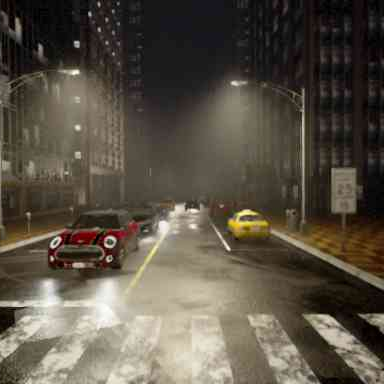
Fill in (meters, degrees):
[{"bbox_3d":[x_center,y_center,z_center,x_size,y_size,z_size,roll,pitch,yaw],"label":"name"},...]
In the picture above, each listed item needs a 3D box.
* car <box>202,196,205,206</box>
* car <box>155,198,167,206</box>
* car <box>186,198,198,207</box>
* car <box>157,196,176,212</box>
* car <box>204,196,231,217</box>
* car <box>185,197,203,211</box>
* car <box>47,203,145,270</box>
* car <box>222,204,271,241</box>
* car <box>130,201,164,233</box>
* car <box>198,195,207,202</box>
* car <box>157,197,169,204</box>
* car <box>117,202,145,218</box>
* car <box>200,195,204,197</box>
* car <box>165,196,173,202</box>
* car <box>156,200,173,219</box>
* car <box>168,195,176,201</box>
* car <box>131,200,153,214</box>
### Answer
[{"bbox_3d":[2.628,1.665,49.688,1.947,1.339,4.313,-1,0,0],"label":"car"},{"bbox_3d":[-5.730,1.738,61.089,1.802,1.307,4.206,-1,0,0],"label":"car"},{"bbox_3d":[-0.048,1.718,53.449,1.895,1.301,4.718,0,0,0],"label":"car"},{"bbox_3d":[-3.064,1.602,41.242,1.882,1.535,5.008,0,0,0],"label":"car"},{"bbox_3d":[2.678,1.398,32.179,2.192,1.841,5.009,-1,0,0],"label":"car"},{"bbox_3d":[0.056,1.672,43.466,1.994,1.385,4.181,0,0,0],"label":"car"},{"bbox_3d":[-3.127,1.442,11.459,2.097,1.767,4.553,0,0,0],"label":"car"},{"bbox_3d":[2.788,1.590,17.097,1.752,1.417,4.829,-2,0,0],"label":"car"},{"bbox_3d":[-3.114,1.581,20.756,1.882,1.535,5.008,0,0,0],"label":"car"},{"bbox_3d":[2.591,1.555,83.734,1.967,1.590,4.097,-1,0,0],"label":"car"},{"bbox_3d":[-5.736,1.726,66.763,1.947,1.339,4.313,-1,0,0],"label":"car"},{"bbox_3d":[-5.873,1.699,32.720,1.947,1.339,4.313,-1,0,0],"label":"car"},{"bbox_3d":[2.622,1.655,55.362,2.008,1.369,4.403,-1,0,0],"label":"car"},{"bbox_3d":[-5.771,1.689,83.615,1.752,1.417,4.829,-1,0,0],"label":"car"},{"bbox_3d":[-3.097,1.716,30.766,1.895,1.301,4.718,0,0,0],"label":"car"},{"bbox_3d":[-5.799,1.715,95.132,2.008,1.369,4.403,-1,0,0],"label":"car"},{"bbox_3d":[-5.709,1.703,38.394,1.947,1.339,4.313,-1,0,0],"label":"car"}]
